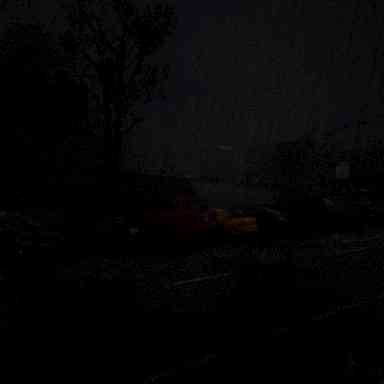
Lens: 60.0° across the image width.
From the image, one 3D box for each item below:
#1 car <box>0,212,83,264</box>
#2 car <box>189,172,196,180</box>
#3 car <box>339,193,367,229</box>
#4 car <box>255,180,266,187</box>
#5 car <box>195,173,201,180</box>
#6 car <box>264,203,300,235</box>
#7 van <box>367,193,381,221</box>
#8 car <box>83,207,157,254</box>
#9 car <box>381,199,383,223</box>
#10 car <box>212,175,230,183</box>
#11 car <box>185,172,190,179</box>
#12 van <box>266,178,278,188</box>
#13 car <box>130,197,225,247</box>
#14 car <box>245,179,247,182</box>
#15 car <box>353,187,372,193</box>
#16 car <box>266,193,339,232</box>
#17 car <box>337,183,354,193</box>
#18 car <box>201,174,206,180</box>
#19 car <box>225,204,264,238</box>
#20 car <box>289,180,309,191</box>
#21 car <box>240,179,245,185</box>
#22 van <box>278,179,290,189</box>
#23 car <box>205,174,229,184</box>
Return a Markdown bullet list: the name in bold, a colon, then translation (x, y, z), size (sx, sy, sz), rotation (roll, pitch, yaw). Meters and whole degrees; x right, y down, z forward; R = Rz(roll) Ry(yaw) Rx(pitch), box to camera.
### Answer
- **car**: translation (-6.488, 1.490, 11.902), size (4.892, 1.521, 2.231), rotation (-1, -1, 35)
- **car**: translation (2.078, -4.089, 91.133), size (2.185, 1.767, 4.553), rotation (4, 1, 33)
- **car**: translation (8.246, 1.264, 22.308), size (5.566, 2.045, 2.435), rotation (-1, -1, 35)
- **car**: translation (16.129, -1.815, 71.642), size (1.946, 1.575, 5.366), rotation (7, 3, 35)
- **car**: translation (3.807, -3.855, 88.663), size (2.185, 1.767, 4.553), rotation (6, 3, 34)
- **car**: translation (3.304, 1.545, 18.846), size (4.674, 1.452, 2.002), rotation (-1, -1, 35)
- **van**: translation (10.785, 1.294, 23.977), size (4.442, 1.987, 1.878), rotation (-1, -1, 35)
- **car**: translation (-4.068, 1.521, 13.648), size (4.792, 1.488, 2.163), rotation (-1, -1, 35)
- **car**: translation (13.194, 1.401, 25.727), size (4.553, 1.767, 2.185), rotation (-1, -1, 35)
- **car**: translation (7.452, -3.180, 83.937), size (1.946, 1.575, 5.366), rotation (7, 3, 34)
- **car**: translation (0.307, -4.367, 93.481), size (2.435, 2.045, 5.566), rotation (1, -1, 34)
- **van**: translation (17.702, -1.767, 68.911), size (1.878, 1.987, 4.442), rotation (7, 4, 35)
- **car**: translation (-1.622, 1.245, 15.392), size (5.566, 2.045, 2.435), rotation (-1, -1, 35)
- **car**: translation (14.298, -2.047, 73.963), size (2.002, 1.452, 4.674), rotation (7, 4, 35)
- **car**: translation (28.090, 0.134, 54.218), size (2.002, 1.452, 4.674), rotation (7, 3, 35)
- **car**: translation (5.732, 1.259, 20.604), size (5.566, 2.045, 2.435), rotation (-1, -1, 35)
- **car**: translation (26.399, -0.429, 56.690), size (2.435, 2.045, 5.566), rotation (7, 3, 35)
- **car**: translation (5.601, -3.703, 86.197), size (2.435, 2.045, 5.566), rotation (7, 3, 34)
- **car**: translation (0.698, 1.500, 17.219), size (5.366, 1.575, 1.946), rotation (-1, -1, 35)
- **car**: translation (21.190, -0.995, 64.077), size (2.231, 1.521, 4.892), rotation (7, 3, 35)
- **car**: translation (12.556, -2.321, 76.426), size (2.002, 1.452, 4.674), rotation (7, 3, 35)
- **van**: translation (19.431, -1.494, 66.439), size (1.878, 1.987, 4.442), rotation (7, 4, 35)
- **car**: translation (5.484, -2.556, 70.831), size (1.895, 1.301, 4.718), rotation (2, 4, -36)
